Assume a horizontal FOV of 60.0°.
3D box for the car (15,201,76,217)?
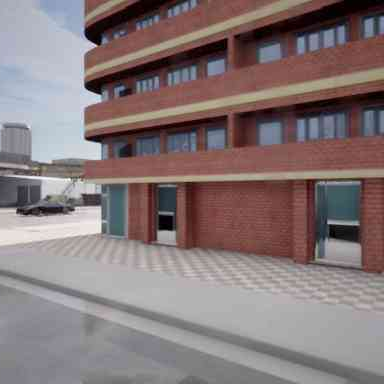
[{"bbox_3d":[-13.733,1.534,31.597,2.033,1.411,5.357,0,0,35],"label":"car"}]
